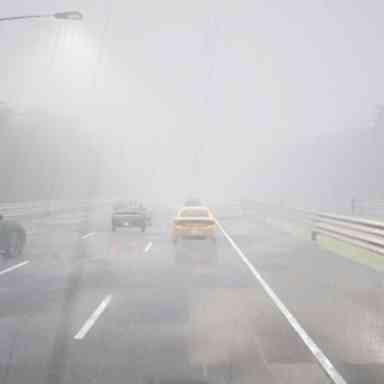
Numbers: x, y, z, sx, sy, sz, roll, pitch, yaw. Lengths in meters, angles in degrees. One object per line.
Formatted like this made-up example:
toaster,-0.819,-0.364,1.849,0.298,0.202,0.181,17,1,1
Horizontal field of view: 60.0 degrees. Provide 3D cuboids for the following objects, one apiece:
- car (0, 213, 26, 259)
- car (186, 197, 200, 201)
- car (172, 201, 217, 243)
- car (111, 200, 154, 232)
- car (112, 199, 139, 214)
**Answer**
car,-6.900,1.203,9.301,2.150,2.045,5.566,0,0,0
car,0.103,1.371,36.634,1.837,1.490,4.892,0,0,0
car,0.101,1.425,15.858,1.882,1.535,5.008,0,0,0
car,-3.400,1.421,19.606,2.128,1.511,4.902,0,0,0
car,-6.899,1.471,35.068,1.895,1.301,4.718,0,0,0
